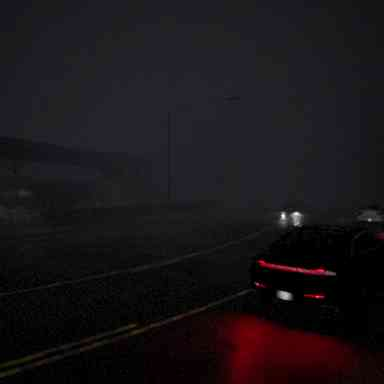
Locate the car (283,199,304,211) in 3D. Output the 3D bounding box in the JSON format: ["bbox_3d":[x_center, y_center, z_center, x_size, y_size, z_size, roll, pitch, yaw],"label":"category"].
[{"bbox_3d":[11.794,1.499,38.574,1.895,1.301,4.718,-1,0,25],"label":"car"}]

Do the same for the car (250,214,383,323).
[{"bbox_3d":[3.131,1.462,7.262,2.128,1.511,4.902,0,0,42],"label":"car"}]

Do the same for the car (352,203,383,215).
[{"bbox_3d":[11.509,1.409,21.654,1.812,1.442,4.674,-1,0,27],"label":"car"}]
